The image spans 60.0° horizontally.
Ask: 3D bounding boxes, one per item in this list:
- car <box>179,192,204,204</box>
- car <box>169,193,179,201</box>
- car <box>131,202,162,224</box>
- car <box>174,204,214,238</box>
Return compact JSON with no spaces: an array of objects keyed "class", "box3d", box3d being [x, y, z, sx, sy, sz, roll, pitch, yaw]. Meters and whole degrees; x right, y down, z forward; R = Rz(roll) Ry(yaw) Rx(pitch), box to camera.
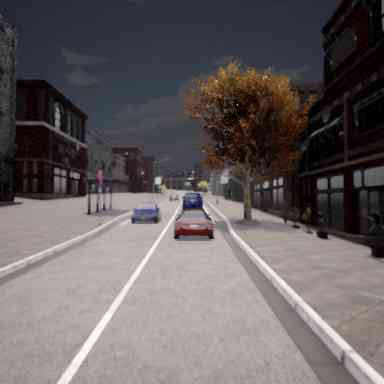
[{"class":"car","box3d":[0.070,1.046,36.032,2.150,2.045,5.566,0,1,0]},{"class":"car","box3d":[-3.502,0.999,65.876,2.128,1.511,4.902,0,1,0]},{"class":"car","box3d":[-3.249,1.469,24.310,1.812,1.442,4.674,0,0,0]},{"class":"car","box3d":[0.094,1.548,17.527,1.994,1.385,4.181,0,0,0]}]
